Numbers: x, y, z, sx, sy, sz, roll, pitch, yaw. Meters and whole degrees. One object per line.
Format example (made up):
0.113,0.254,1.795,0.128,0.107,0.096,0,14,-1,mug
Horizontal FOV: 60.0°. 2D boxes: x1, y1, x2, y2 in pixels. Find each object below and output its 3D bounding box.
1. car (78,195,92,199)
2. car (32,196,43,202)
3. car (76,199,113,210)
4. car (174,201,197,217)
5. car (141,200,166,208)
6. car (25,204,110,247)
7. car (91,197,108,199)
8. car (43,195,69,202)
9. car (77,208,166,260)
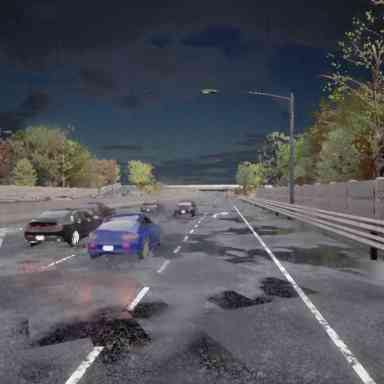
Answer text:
-19.131,1.380,59.364,2.097,1.767,4.553,0,0,6,car
-26.207,1.502,58.694,1.882,1.535,5.008,0,0,6,car
-7.935,1.549,27.053,2.033,1.411,5.357,0,0,5,car
-0.533,1.527,30.996,1.812,1.442,4.674,0,0,5,car
-3.828,1.492,33.370,2.128,1.511,4.902,0,0,5,car
-5.546,1.504,15.078,1.837,1.490,4.892,0,0,5,car
-15.660,1.591,58.952,1.994,1.385,4.181,0,0,6,car
-22.861,1.376,57.104,2.097,1.767,4.553,0,0,6,car
-2.293,1.525,12.297,1.812,1.442,4.674,0,0,5,car
